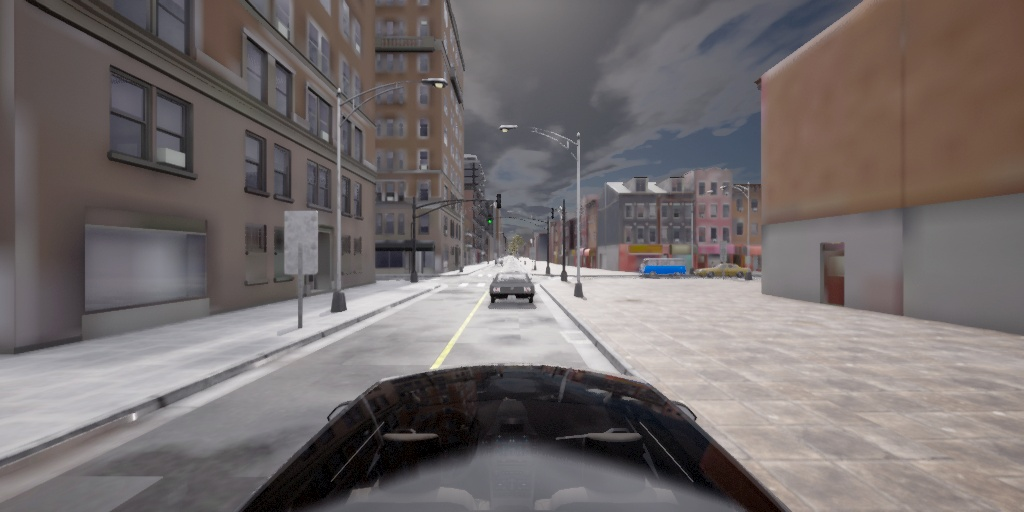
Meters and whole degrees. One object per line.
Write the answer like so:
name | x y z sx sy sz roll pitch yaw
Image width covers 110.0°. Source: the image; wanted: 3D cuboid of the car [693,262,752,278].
car | 19.183 1.266 32.802 4.829 1.417 1.751 0 0 0

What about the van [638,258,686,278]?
van | 13.742 1.086 32.811 3.998 1.789 1.690 0 0 0

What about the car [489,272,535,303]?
car | 0.001 1.366 16.530 1.895 1.301 4.718 0 0 0
